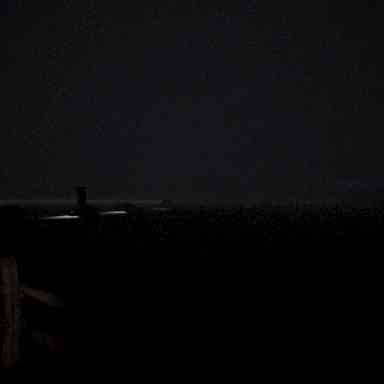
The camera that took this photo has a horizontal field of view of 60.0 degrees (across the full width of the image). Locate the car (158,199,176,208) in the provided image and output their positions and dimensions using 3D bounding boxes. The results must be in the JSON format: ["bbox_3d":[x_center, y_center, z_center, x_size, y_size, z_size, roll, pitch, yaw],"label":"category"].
[{"bbox_3d":[-4.853,2.231,64.651,2.097,1.767,4.553,-1,-1,18],"label":"car"}]

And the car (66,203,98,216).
[{"bbox_3d":[-12.748,2.013,38.777,1.994,1.385,4.181,-1,-1,15],"label":"car"}]

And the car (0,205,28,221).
[{"bbox_3d":[-15.782,1.807,27.656,1.812,1.442,4.674,-1,-1,16],"label":"car"}]

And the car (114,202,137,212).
[{"bbox_3d":[-9.822,2.175,49.025,1.994,1.385,4.181,-1,-1,16],"label":"car"}]
